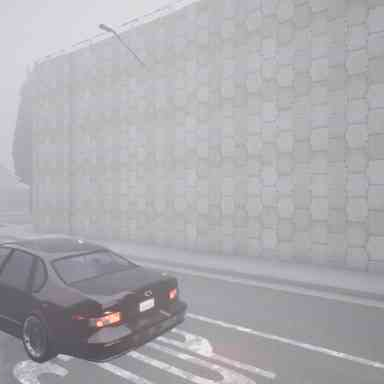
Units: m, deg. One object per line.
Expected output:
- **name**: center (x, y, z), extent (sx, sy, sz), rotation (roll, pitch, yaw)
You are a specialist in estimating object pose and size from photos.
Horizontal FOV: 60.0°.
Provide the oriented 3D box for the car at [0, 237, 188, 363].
- **car**: center (-2.648, 1.547, 5.865), extent (5.357, 1.411, 2.033), rotation (0, 0, 35)
